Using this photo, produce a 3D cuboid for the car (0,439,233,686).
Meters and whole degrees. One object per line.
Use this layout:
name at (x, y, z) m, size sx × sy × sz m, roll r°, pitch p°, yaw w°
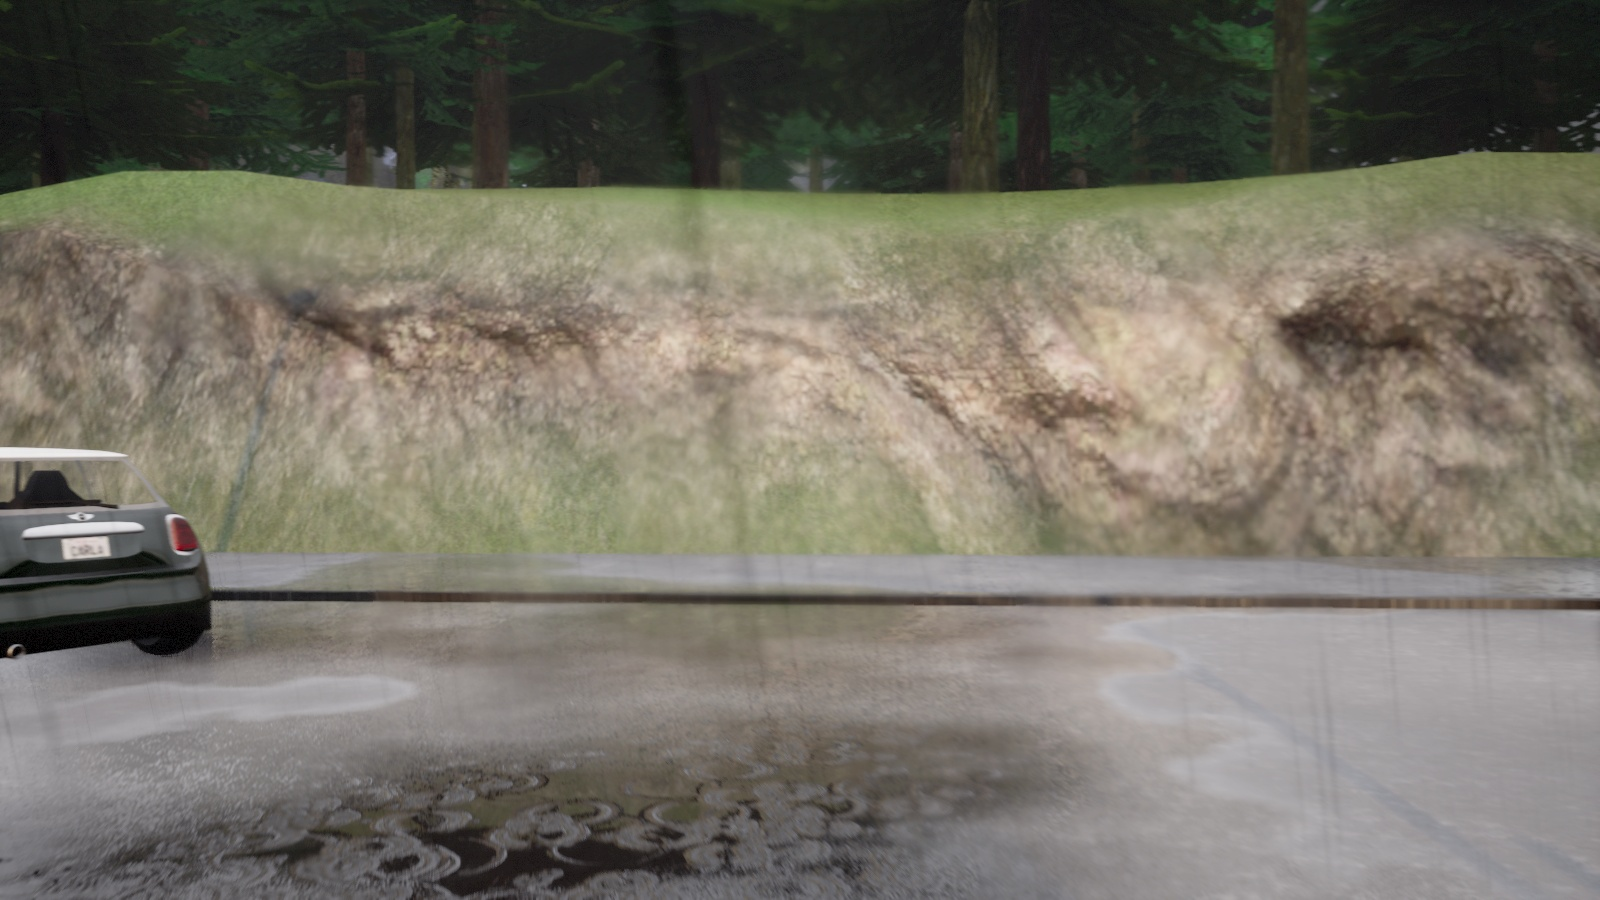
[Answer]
car at (-6.106, 0.666, 8.958) m, size 3.806 × 1.475 × 1.970 m, roll 0°, pitch 0°, yaw 32°
